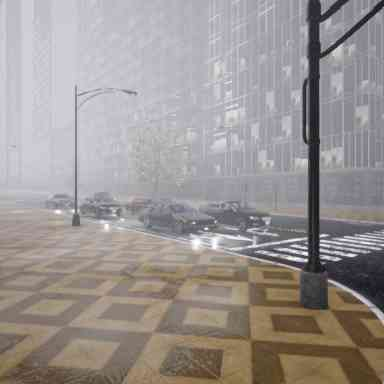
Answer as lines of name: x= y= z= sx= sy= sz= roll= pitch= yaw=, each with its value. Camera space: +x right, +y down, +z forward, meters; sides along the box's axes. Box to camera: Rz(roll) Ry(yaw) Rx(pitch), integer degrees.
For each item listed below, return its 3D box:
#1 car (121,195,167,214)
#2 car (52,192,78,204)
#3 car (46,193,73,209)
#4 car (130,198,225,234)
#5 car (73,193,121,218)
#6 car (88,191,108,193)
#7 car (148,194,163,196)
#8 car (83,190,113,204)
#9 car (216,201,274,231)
car: x=-3.394 y=1.193 z=26.076 sx=1.895 sy=1.301 sz=4.718 roll=0 pitch=1 yaw=-38
car: x=-16.364 y=0.770 z=42.738 sx=1.994 sy=1.385 sz=4.181 roll=0 pitch=1 yaw=-37
car: x=-13.359 y=0.902 z=33.546 sx=1.812 sy=1.442 sz=4.674 roll=0 pitch=1 yaw=-38
car: x=-0.953 y=1.292 z=17.700 sx=2.033 sy=1.411 sz=5.357 roll=0 pitch=1 yaw=-38
car: x=-7.027 y=1.056 z=25.442 sx=2.128 sy=1.511 sz=4.902 roll=0 pitch=1 yaw=-38
car: x=-9.359 y=0.767 z=33.701 sx=2.097 sy=1.767 sz=4.553 roll=0 pitch=1 yaw=-38
car: x=-4.391 y=0.946 z=38.208 sx=2.033 sy=1.411 sz=5.357 roll=0 pitch=1 yaw=-38
car: x=-12.216 y=0.597 z=42.947 sx=2.097 sy=1.767 sz=4.553 roll=0 pitch=1 yaw=-38
car: x=2.330 y=1.254 z=18.784 sx=2.128 sy=1.511 sz=4.902 roll=0 pitch=1 yaw=-38
